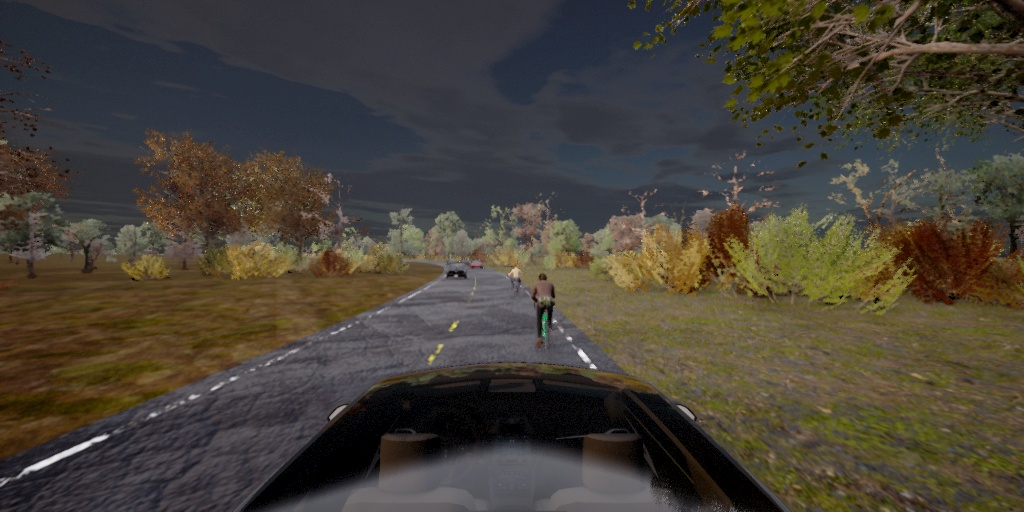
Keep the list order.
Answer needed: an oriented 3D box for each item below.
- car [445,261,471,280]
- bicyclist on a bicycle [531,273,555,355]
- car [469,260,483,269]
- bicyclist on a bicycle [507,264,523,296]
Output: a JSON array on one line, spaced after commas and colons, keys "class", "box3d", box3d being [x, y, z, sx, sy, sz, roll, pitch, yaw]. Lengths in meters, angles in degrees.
[{"class": "car", "box3d": [-4.904, 1.378, 32.060, 1.895, 1.301, 4.718, 0, 0, -6]}, {"class": "bicyclist on a bicycle", "box3d": [0.696, 1.207, 7.796, 0.582, 1.620, 1.656, 0, 0, -1]}, {"class": "car", "box3d": [-5.998, 1.363, 59.020, 1.994, 1.385, 4.181, 0, 0, -11]}, {"class": "bicyclist on a bicycle", "box3d": [0.208, 1.199, 18.197, 0.866, 1.612, 1.509, 0, 0, -3]}]
